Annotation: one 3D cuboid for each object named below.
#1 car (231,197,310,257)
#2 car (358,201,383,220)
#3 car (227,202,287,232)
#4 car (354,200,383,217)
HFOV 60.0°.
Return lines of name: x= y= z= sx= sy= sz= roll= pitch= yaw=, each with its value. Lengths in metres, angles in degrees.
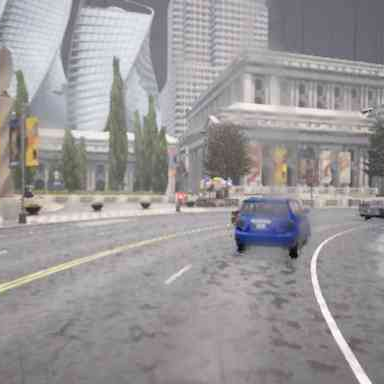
car: x=3.377 y=1.227 z=13.377 sx=2.150 sy=2.045 sz=5.566 roll=0 pitch=0 yaw=24
car: x=16.292 y=1.642 z=27.853 sx=5.357 sy=1.411 sz=2.033 roll=0 pitch=0 yaw=-31
car: x=4.335 y=1.477 z=21.424 sx=1.882 sy=1.535 sz=5.008 roll=0 pitch=0 yaw=36
car: x=18.650 y=1.597 z=32.850 sx=4.902 sy=1.511 sz=2.128 roll=0 pitch=0 yaw=-25
